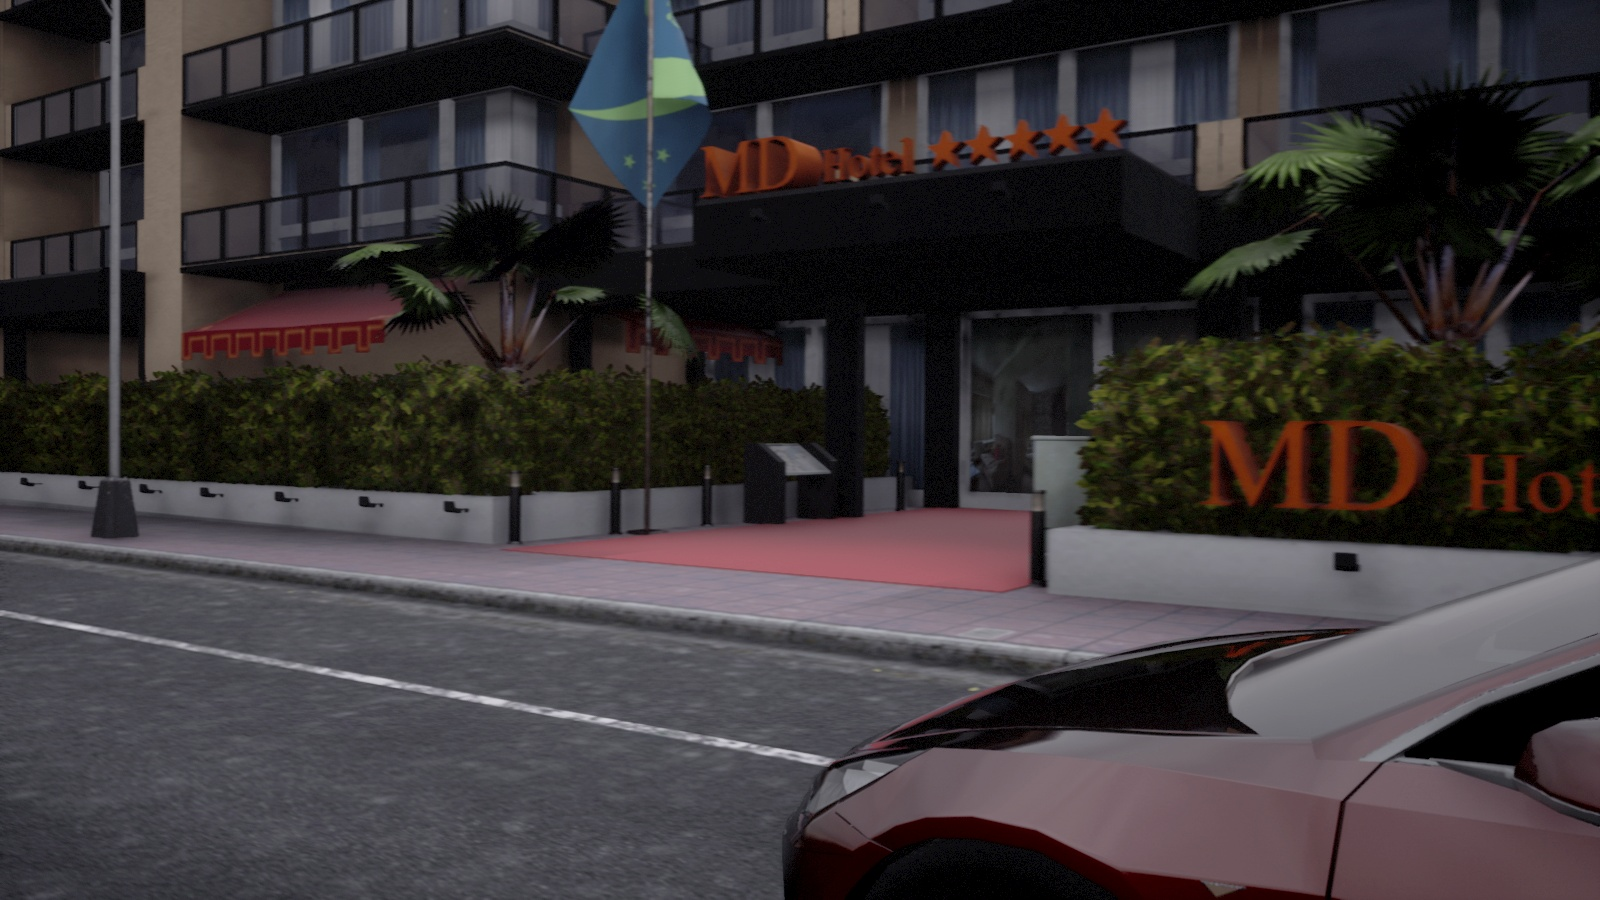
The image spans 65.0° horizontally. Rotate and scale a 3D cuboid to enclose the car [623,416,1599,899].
[{"bbox_3d":[2.241,0.682,2.135,4.792,1.488,2.163,0,1,34],"label":"car"}]
